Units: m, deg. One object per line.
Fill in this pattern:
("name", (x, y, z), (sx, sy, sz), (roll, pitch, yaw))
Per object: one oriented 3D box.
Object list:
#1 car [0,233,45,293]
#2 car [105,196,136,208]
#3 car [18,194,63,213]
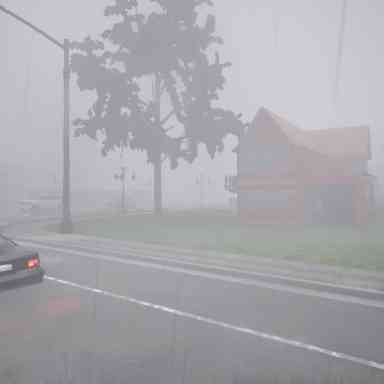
("car", (-5.736, 1.547, 8.025), (5.357, 1.411, 2.033), (0, 0, 36))
("car", (-10.166, 1.353, 47.220), (2.097, 1.767, 4.553), (0, 0, 34))
("car", (-16.632, 1.222, 37.618), (2.150, 2.045, 5.566), (0, 0, 33))
